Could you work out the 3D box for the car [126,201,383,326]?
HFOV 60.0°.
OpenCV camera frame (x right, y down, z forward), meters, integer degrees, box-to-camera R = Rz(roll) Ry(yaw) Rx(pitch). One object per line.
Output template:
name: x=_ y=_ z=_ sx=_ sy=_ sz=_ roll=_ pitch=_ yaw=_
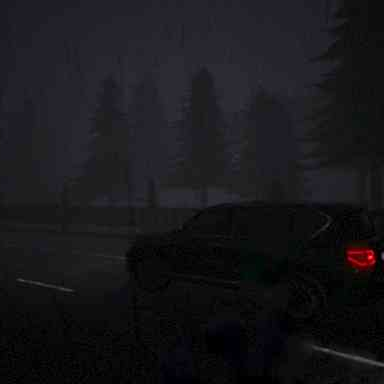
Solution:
car: x=1.087 y=1.226 z=7.273 sx=5.566 sy=2.045 sz=2.150 roll=-1 pitch=0 yaw=34
